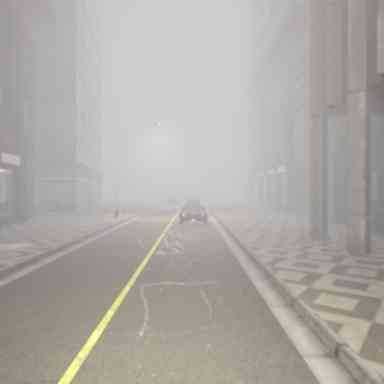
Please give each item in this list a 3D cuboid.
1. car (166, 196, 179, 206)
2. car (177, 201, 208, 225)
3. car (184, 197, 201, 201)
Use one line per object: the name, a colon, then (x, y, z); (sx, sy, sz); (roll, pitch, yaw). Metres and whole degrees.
car: (-3.074, 1.401, 53.570); (1.837, 1.490, 4.892); (0, 0, 0)
car: (0.095, 1.555, 23.883); (1.895, 1.301, 4.718); (0, 0, 0)
car: (0.091, 1.412, 41.364); (2.128, 1.511, 4.902); (0, 0, 0)
